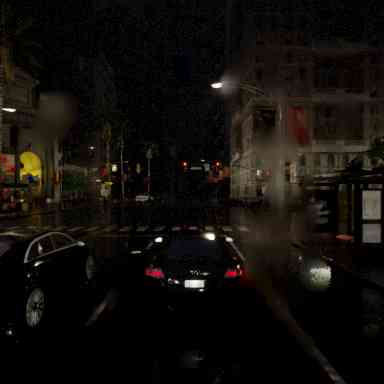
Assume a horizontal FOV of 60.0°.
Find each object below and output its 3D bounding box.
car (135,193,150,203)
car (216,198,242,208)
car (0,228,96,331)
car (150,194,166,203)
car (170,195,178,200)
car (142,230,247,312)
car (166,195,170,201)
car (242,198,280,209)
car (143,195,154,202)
[{"bbox_3d":[-10.613,1.225,70.677,2.150,2.045,5.566,0,0,0],"label":"car"},{"bbox_3d":[5.736,1.563,49.047,4.181,1.385,1.994,0,0,28],"label":"car"},{"bbox_3d":[-3.453,1.491,6.855,2.128,1.511,4.902,0,0,0],"label":"car"},{"bbox_3d":[-7.112,1.552,69.873,1.994,1.385,4.181,0,0,0],"label":"car"},{"bbox_3d":[-5.487,1.524,93.842,1.812,1.442,4.674,0,0,13],"label":"car"},{"bbox_3d":[0.052,1.564,7.790,1.994,1.385,4.181,0,0,0],"label":"car"},{"bbox_3d":[-7.125,1.355,80.056,2.097,1.767,4.553,0,0,0],"label":"car"},{"bbox_3d":[9.293,1.525,43.029,4.674,1.442,1.812,0,0,-4],"label":"car"},{"bbox_3d":[-10.626,1.539,81.055,2.033,1.411,5.357,0,0,0],"label":"car"}]
